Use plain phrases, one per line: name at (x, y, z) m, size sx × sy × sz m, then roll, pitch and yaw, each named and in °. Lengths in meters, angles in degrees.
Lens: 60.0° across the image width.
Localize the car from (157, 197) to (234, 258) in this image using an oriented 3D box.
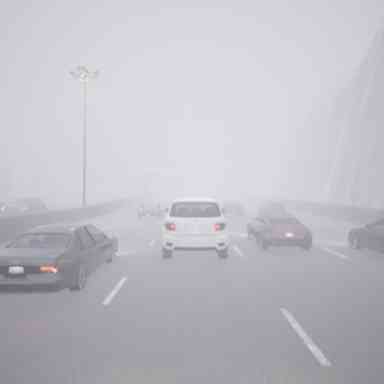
car at (0.104, 1.213, 12.820) m, size 2.150 × 2.045 × 5.566 m, roll 0°, pitch 0°, yaw 0°

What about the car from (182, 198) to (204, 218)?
car at (0.109, 1.392, 29.948) m, size 1.837 × 1.490 × 4.892 m, roll 0°, pitch 1°, yaw 0°

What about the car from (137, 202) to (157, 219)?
car at (-3.391, 1.504, 28.133) m, size 1.895 × 1.301 × 4.718 m, roll 0°, pitch 1°, yaw 0°

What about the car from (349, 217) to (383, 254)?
car at (7.104, 1.521, 11.225) m, size 1.812 × 1.442 × 4.674 m, roll 0°, pitch 0°, yaw 0°

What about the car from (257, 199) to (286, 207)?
car at (7.109, 1.392, 29.936) m, size 1.837 × 1.490 × 4.892 m, roll 0°, pitch 1°, yaw 0°

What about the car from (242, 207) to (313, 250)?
car at (3.605, 1.550, 14.319) m, size 1.994 × 1.385 × 4.181 m, roll 0°, pitch 0°, yaw 0°

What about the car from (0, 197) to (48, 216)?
car at (-14.087, 1.255, 28.154) m, size 2.097 × 1.767 × 4.553 m, roll 0°, pitch 0°, yaw 0°

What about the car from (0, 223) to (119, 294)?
car at (-3.396, 1.548, 8.940) m, size 2.033 × 1.411 × 5.357 m, roll 0°, pitch 0°, yaw 0°

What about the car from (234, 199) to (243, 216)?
car at (3.609, 1.405, 30.846) m, size 1.812 × 1.442 × 4.674 m, roll 0°, pitch 1°, yaw 0°
